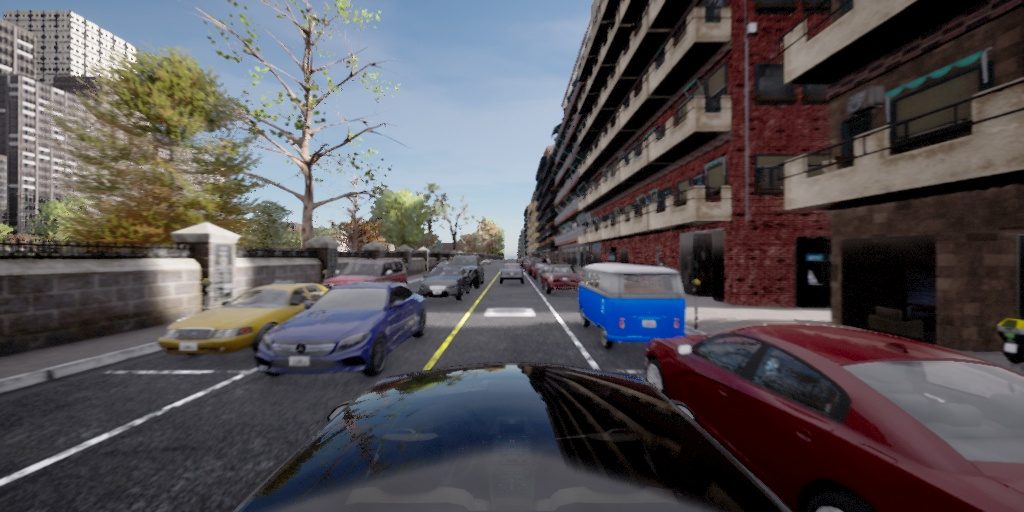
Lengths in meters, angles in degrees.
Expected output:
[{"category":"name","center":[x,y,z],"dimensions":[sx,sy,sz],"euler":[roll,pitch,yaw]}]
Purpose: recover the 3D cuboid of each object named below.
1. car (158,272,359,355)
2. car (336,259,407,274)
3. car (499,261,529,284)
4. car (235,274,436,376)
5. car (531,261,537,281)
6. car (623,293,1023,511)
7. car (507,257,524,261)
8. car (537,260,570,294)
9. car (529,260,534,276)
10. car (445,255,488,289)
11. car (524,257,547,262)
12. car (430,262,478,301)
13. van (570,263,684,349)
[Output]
[{"category":"car","center":[-5.692,1.274,8.714],"dimensions":[1.751,1.417,4.829],"euler":[0,0,0]},{"category":"car","center":[-5.694,1.063,14.514],"dimensions":[2.192,1.841,5.009],"euler":[0,0,0]},{"category":"car","center":[0.004,1.298,27.359],"dimensions":[2.033,1.411,5.357],"euler":[0,0,0]},{"category":"car","center":[-3.085,1.274,7.554],"dimensions":[1.812,1.442,4.674],"euler":[0,0,0]},{"category":"car","center":[2.683,1.300,25.776],"dimensions":[2.007,1.370,4.403],"euler":[0,0,0]},{"category":"car","center":[2.690,1.295,3.255],"dimensions":[1.888,1.381,4.507],"euler":[0,0,0]},{"category":"car","center":[0.054,1.110,44.121],"dimensions":[2.097,1.767,4.553],"euler":[0,0,0]},{"category":"car","center":[2.685,1.188,20.146],"dimensions":[1.967,1.591,4.097],"euler":[0,0,0]},{"category":"car","center":[2.682,1.297,31.406],"dimensions":[1.888,1.381,4.507],"euler":[0,0,0]},{"category":"car","center":[-3.006,0.959,23.525],"dimensions":[2.150,2.045,5.566],"euler":[0,0,0]},{"category":"car","center":[2.681,1.069,37.036],"dimensions":[2.192,1.841,5.009],"euler":[0,0,0]},{"category":"car","center":[-3.070,1.240,17.292],"dimensions":[2.128,1.511,4.902],"euler":[0,0,0]},{"category":"van","center":[2.689,1.089,8.886],"dimensions":[1.690,1.789,3.998],"euler":[0,0,0]}]
